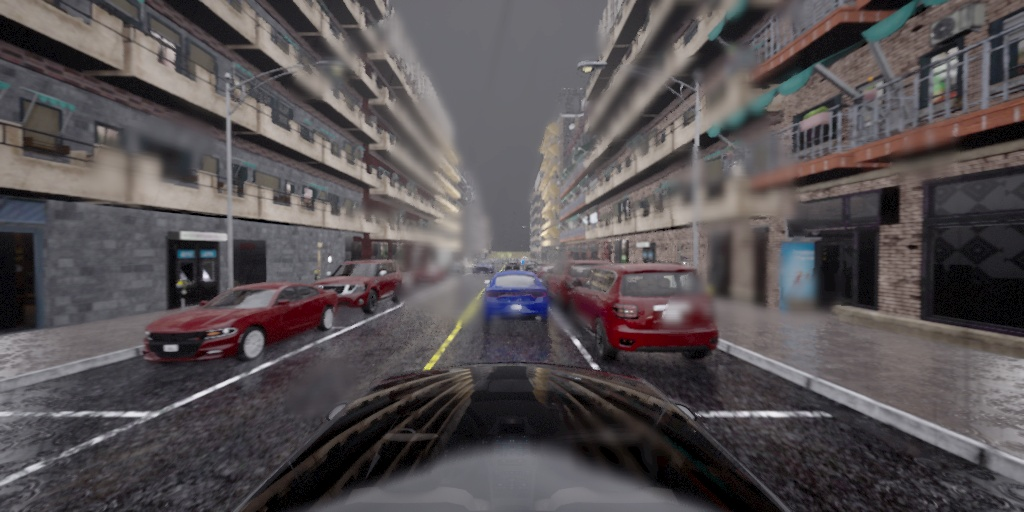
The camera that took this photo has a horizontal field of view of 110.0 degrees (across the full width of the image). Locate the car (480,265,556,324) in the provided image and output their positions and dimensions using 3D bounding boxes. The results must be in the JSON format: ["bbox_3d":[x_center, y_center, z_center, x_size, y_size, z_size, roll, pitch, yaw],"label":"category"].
[{"bbox_3d":[0.103,1.231,11.974,1.882,1.535,5.008,0,0,-1],"label":"car"}]

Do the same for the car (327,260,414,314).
[{"bbox_3d":[-5.691,1.069,13.900,2.192,1.841,5.009,0,0,0],"label":"car"}]

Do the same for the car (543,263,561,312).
[{"bbox_3d":[2.657,1.069,13.961,2.192,1.841,5.009,0,0,0],"label":"car"}]

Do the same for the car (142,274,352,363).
[{"bbox_3d":[-5.691,1.298,8.237,1.888,1.381,4.507,0,0,0],"label":"car"}]

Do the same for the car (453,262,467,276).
[{"bbox_3d":[-5.692,1.319,36.561,1.948,1.339,4.313,0,0,0],"label":"car"}]

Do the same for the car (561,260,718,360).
[{"bbox_3d":[2.657,1.067,8.296,2.192,1.841,5.009,0,0,0],"label":"car"}]

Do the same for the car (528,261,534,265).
[{"bbox_3d":[2.662,1.320,30.954,1.948,1.339,4.313,0,0,0],"label":"car"}]

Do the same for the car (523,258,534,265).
[{"bbox_3d":[2.691,1.317,47.947,1.948,1.339,4.313,0,0,0],"label":"car"}]

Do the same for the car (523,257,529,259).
[{"bbox_3d":[2.689,1.299,53.613,2.007,1.370,4.403,0,0,0],"label":"car"}]

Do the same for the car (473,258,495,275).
[{"bbox_3d":[-3.031,1.104,39.682,2.097,1.767,4.553,0,0,1],"label":"car"}]

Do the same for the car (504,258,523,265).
[{"bbox_3d":[0.100,1.254,46.324,1.837,1.490,4.892,0,-1,0],"label":"car"}]

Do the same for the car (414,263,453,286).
[{"bbox_3d":[-5.691,1.300,25.230,1.888,1.381,4.507,0,0,0],"label":"car"}]

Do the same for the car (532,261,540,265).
[{"bbox_3d":[2.657,1.300,25.290,1.888,1.381,4.507,0,0,0],"label":"car"}]
